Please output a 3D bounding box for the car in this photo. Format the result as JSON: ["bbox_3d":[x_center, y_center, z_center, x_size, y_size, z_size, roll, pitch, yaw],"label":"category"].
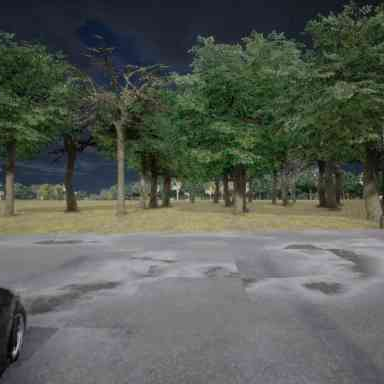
[{"bbox_3d":[-2.954,1.565,2.871,1.994,1.385,4.181,0,0,-12],"label":"car"}]
